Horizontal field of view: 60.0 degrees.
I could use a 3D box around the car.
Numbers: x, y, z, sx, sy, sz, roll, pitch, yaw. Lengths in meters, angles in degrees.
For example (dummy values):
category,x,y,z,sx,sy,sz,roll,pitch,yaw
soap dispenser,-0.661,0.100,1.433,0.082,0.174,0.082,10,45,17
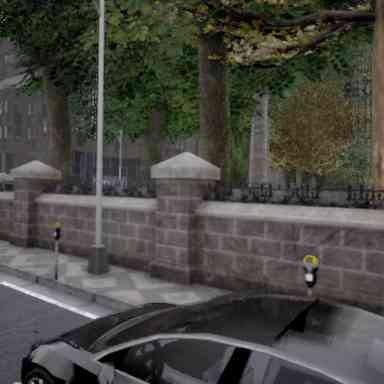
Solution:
category,x,y,z,sx,sy,sz,roll,pitch,yaw
car,0.407,1.539,2.675,4.313,1.339,1.947,2,1,36
